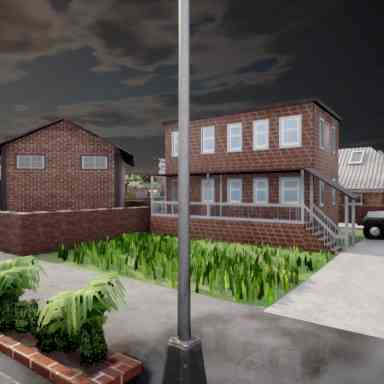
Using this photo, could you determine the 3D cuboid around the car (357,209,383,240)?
[{"bbox_3d":[8.506,0.973,12.581,3.866,1.878,1.905,0,0,36],"label":"car"}]
